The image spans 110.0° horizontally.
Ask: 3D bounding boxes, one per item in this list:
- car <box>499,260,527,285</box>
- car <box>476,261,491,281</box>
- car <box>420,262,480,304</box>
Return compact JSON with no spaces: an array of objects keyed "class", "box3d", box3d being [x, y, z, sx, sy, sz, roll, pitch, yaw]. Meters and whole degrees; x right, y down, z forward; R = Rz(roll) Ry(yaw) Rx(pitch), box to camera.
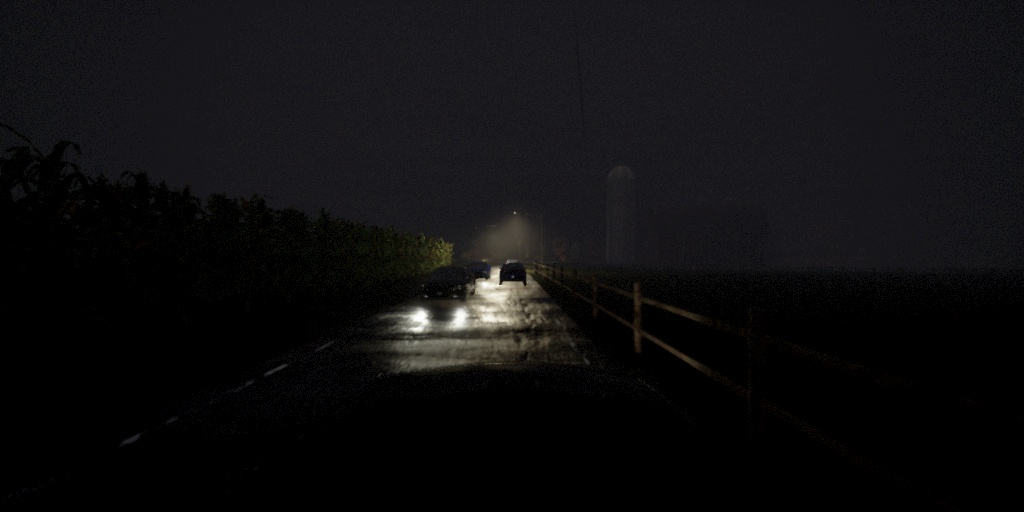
[{"class":"car","box3d":[0.069,1.203,26.015,1.882,1.535,5.008,0,0,0]},{"class":"car","box3d":[-2.797,1.201,30.209,1.882,1.535,5.008,0,0,0]},{"class":"car","box3d":[-2.801,1.210,16.503,1.882,1.535,5.008,0,0,1]}]
